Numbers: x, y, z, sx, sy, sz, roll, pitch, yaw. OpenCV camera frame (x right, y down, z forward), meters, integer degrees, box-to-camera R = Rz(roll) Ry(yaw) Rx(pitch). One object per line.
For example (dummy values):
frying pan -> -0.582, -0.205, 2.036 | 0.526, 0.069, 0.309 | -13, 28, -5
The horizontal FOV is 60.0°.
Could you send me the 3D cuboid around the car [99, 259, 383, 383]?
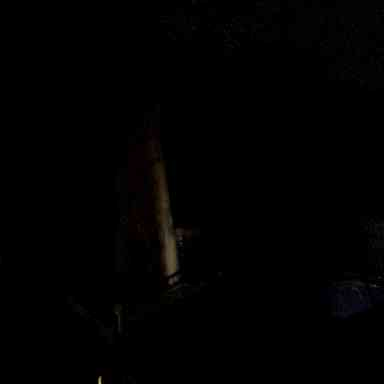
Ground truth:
car -> 1.114, 1.565, 3.853 | 4.181, 1.385, 1.994 | 0, 0, -35
